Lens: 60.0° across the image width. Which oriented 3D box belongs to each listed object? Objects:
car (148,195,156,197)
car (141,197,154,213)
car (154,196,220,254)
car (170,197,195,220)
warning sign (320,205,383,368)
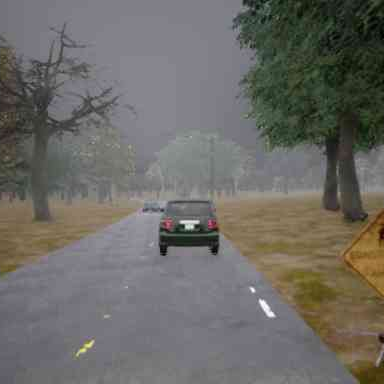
[{"bbox_3d":[-9.418,1.387,78.277,1.882,1.535,5.008,0,-1,-9],"label":"car"},{"bbox_3d":[-4.677,1.619,37.980,2.033,1.411,5.357,0,0,-4],"label":"car"},{"bbox_3d":[-0.156,1.235,13.623,2.150,2.045,5.566,0,0,-2],"label":"car"},{"bbox_3d":[-0.912,1.399,29.728,2.097,1.767,4.553,0,0,-3],"label":"car"},{"bbox_3d":[2.599,1.119,4.436,1.300,1.860,1.060,-1,-1,-1],"label":"warning sign"}]
